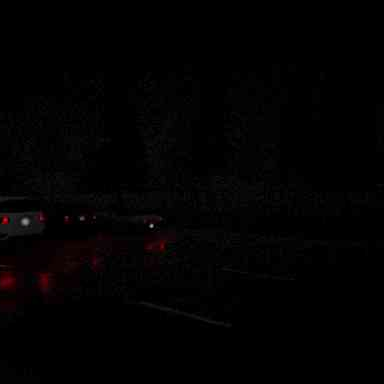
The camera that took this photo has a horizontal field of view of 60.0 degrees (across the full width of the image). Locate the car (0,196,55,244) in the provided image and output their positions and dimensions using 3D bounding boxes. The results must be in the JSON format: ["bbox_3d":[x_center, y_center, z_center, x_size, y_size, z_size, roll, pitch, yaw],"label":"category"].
[{"bbox_3d":[-8.629,1.207,14.435,5.566,2.045,2.150,0,0,36],"label":"car"}]

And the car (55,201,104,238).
[{"bbox_3d":[-7.164,1.337,17.688,4.553,1.767,2.097,0,0,36],"label":"car"}]

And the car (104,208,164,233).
[{"bbox_3d":[-4.052,1.587,19.766,4.718,1.301,1.895,0,0,36],"label":"car"}]
